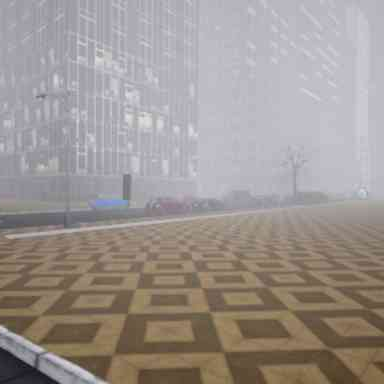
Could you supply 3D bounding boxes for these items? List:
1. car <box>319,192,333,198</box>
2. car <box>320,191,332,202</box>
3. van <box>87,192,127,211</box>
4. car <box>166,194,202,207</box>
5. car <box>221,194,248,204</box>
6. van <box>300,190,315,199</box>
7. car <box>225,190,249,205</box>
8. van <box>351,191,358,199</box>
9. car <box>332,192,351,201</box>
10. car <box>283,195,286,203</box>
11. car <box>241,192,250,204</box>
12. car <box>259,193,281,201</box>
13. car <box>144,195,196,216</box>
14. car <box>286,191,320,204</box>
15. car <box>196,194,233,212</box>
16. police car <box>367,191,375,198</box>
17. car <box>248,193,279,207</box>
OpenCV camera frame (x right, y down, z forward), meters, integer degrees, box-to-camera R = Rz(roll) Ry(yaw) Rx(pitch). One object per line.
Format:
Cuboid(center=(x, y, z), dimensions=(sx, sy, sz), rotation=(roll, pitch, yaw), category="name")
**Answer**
Cuboid(center=(32.514, 0.712, 80.747), dimensions=(1.947, 1.339, 4.313), rotation=(1, 1, 41), category="car")
Cuboid(center=(20.255, 0.754, 53.721), dimensions=(2.192, 1.841, 5.009), rotation=(1, 1, 41), category="car")
Cuboid(center=(-8.475, 0.933, 33.461), dimensions=(1.690, 1.788, 3.998), rotation=(1, 1, 41), category="van")
Cuboid(center=(-0.956, 1.056, 42.002), dimensions=(1.887, 1.381, 4.507), rotation=(1, 1, 41), category="car")
Cuboid(center=(6.485, 0.996, 50.606), dimensions=(1.947, 1.339, 4.313), rotation=(1, 1, 41), category="car")
Cuboid(center=(25.079, 0.568, 72.130), dimensions=(1.690, 1.788, 3.998), rotation=(1, 1, 41), category="van")
Cuboid(center=(6.059, 0.708, 46.098), dimensions=(2.150, 2.045, 5.566), rotation=(1, 1, 41), category="car")
Cuboid(center=(35.128, 0.618, 70.944), dimensions=(1.690, 1.788, 3.998), rotation=(1, 1, 41), category="van")
Cuboid(center=(27.800, 0.882, 62.465), dimensions=(1.752, 1.417, 4.829), rotation=(1, 1, 41), category="car")
Cuboid(center=(16.354, 0.908, 53.336), dimensions=(1.882, 1.535, 5.008), rotation=(1, 1, 41), category="car")
Cuboid(center=(9.378, 1.055, 45.193), dimensions=(2.033, 1.411, 5.357), rotation=(1, 1, 41), category="car")
Cuboid(center=(13.922, 0.914, 59.218), dimensions=(1.947, 1.339, 4.313), rotation=(1, 1, 41), category="car")
Cuboid(center=(-1.961, 1.126, 27.812), dimensions=(1.967, 1.590, 4.097), rotation=(1, 1, 41), category="car")
Cuboid(center=(16.537, 0.795, 49.416), dimensions=(2.192, 1.841, 5.009), rotation=(1, 1, 41), category="car")
Cuboid(center=(1.713, 1.210, 32.156), dimensions=(1.947, 1.339, 4.313), rotation=(1, 1, 41), category="car")
Cuboid(center=(42.552, 0.615, 80.051), dimensions=(1.930, 1.638, 5.238), rotation=(1, 1, 41), category="police car")
Cuboid(center=(9.098, 1.143, 40.810), dimensions=(1.802, 1.307, 4.206), rotation=(1, 1, 41), category="car")
